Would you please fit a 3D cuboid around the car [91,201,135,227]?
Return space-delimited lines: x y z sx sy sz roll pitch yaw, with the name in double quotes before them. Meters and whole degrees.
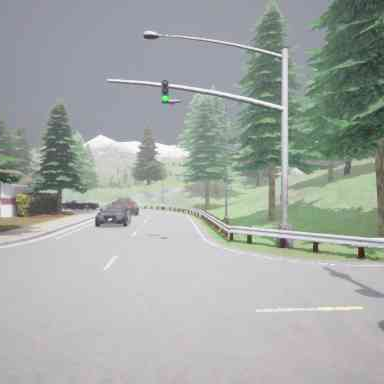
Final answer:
"car" -5.278 1.529 22.671 1.994 1.385 4.181 0 0 -5

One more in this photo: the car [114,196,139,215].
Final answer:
"car" -6.618 1.304 32.404 2.097 1.767 4.553 0 0 -22

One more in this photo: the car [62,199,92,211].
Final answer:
"car" -13.584 1.546 39.792 4.718 1.301 1.895 0 0 11
